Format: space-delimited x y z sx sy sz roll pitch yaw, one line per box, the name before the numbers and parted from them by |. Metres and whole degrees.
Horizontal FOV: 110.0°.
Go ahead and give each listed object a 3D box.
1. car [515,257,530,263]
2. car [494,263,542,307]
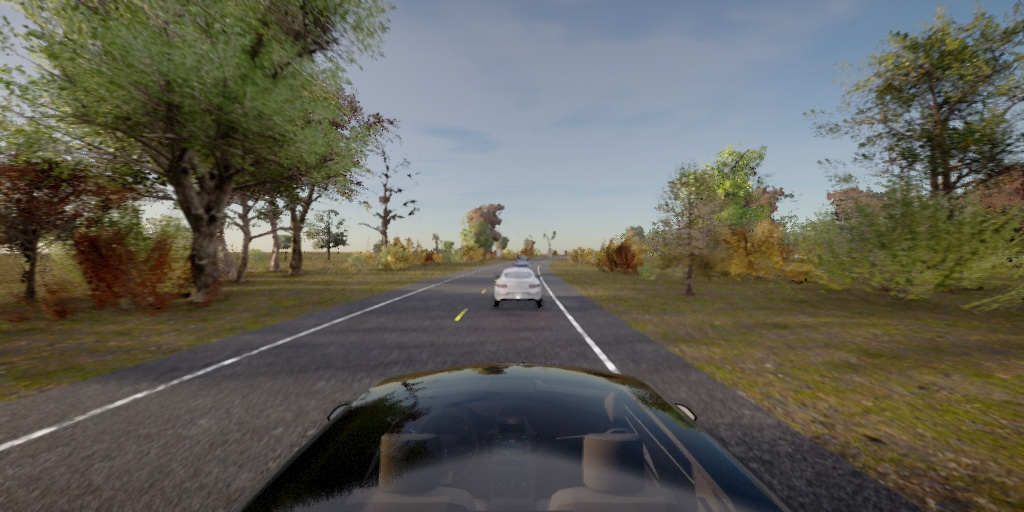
car | 0.956 1.058 33.611 1.812 1.442 4.674 0 0 3
car | 0.256 1.188 14.955 1.812 1.442 4.674 0 0 1
